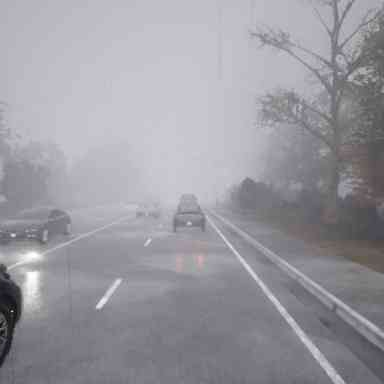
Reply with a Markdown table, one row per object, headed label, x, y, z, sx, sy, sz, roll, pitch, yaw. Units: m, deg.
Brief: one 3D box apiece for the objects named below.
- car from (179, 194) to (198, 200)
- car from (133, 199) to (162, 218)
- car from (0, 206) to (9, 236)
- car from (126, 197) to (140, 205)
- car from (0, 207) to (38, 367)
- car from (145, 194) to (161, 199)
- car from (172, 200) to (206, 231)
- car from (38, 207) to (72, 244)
| label | x | y | z | sx | sy | sz | roll | pitch | yaw |
| --- | --- | --- | --- | --- | --- | --- | --- | --- | --- |
| car | -0.444 | 1.262 | 41.589 | 2.150 | 2.045 | 5.566 | 0 | 0 | 0 |
| car | -3.854 | 1.602 | 30.432 | 1.895 | 1.301 | 4.718 | 0 | 0 | -1 |
| car | -10.699 | 1.477 | 15.105 | 2.128 | 1.511 | 4.902 | 0 | 0 | -1 |
| car | -10.461 | 1.678 | 60.000 | 1.994 | 1.385 | 4.181 | 0 | 0 | 4 |
| car | -3.439 | 1.218 | 2.266 | 2.150 | 2.045 | 5.566 | 0 | 0 | 0 |
| car | -7.007 | 1.332 | 59.483 | 2.150 | 2.045 | 5.566 | 0 | 0 | 5 |
| car | -0.186 | 1.467 | 20.169 | 2.128 | 1.511 | 4.902 | 0 | 0 | -1 |
| car | -7.210 | 1.486 | 15.755 | 1.837 | 1.490 | 4.892 | 0 | 0 | -1 |
